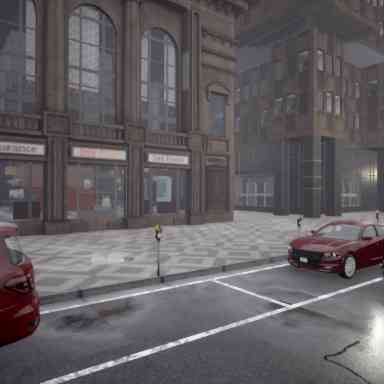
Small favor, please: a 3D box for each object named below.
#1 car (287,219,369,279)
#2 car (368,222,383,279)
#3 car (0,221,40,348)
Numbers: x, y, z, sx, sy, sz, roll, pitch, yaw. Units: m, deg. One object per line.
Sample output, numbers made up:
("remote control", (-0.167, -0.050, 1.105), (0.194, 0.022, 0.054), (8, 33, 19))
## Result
("car", (4.770, 1.546, 10.074), (4.507, 1.381, 1.887), (0, 0, -36))
("car", (6.538, 1.479, 8.069), (5.008, 1.535, 1.882), (0, 0, -36))
("car", (-4.335, 1.315, 3.546), (5.009, 1.841, 2.192), (0, 0, -36))
